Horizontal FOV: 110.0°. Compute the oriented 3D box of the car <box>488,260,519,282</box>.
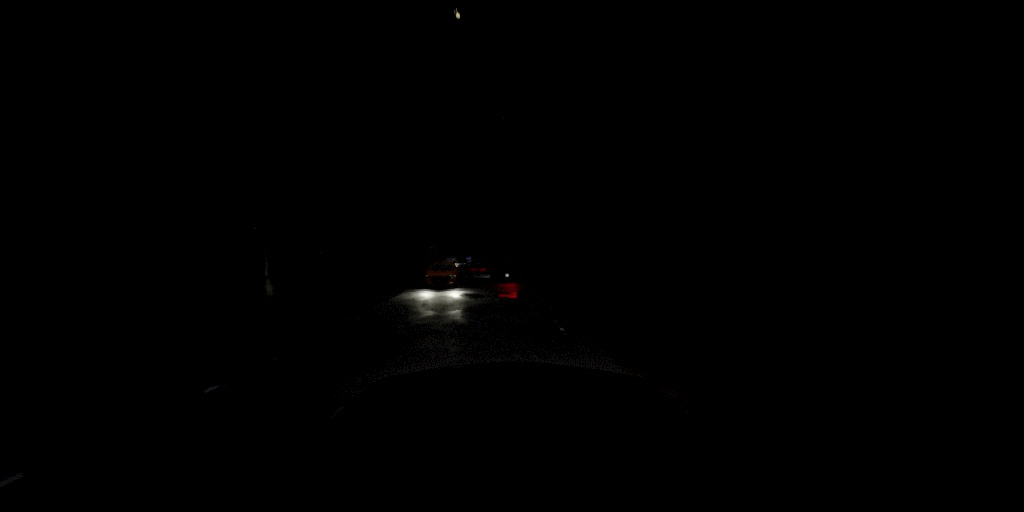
[{"bbox_3d":[-0.644,1.061,27.123,1.837,1.490,4.892,-1,1,-7],"label":"car"}]

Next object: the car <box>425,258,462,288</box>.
[{"bbox_3d":[-4.369,1.125,22.883,1.882,1.535,5.008,-1,1,-6],"label":"car"}]

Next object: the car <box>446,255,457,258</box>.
[{"bbox_3d":[-10.625,0.495,62.835,1.812,1.442,4.674,-1,2,-14],"label":"car"}]

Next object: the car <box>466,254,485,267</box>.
[{"bbox_3d":[-4.766,0.731,48.955,2.128,1.511,4.902,-1,1,-8],"label":"car"}]

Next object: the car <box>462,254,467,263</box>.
[{"bbox_3d":[-7.905,0.415,64.940,2.033,1.411,5.357,-1,2,-16],"label":"car"}]
